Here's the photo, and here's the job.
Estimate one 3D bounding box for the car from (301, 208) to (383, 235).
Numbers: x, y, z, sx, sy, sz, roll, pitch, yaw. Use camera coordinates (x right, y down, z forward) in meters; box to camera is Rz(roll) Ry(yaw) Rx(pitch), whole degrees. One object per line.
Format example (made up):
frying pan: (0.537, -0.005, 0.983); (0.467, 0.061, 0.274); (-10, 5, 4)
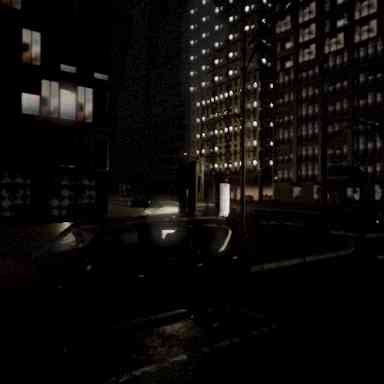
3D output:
car: (8.926, 1.605, 19.397); (1.895, 1.301, 4.718); (1, 0, -37)

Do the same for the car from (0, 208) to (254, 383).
car: (-1.208, 1.329, 5.322); (5.009, 1.841, 2.192); (1, 0, -36)

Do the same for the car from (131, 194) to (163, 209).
car: (-5.276, 1.047, 38.490); (2.097, 1.767, 4.553); (1, 0, -37)
